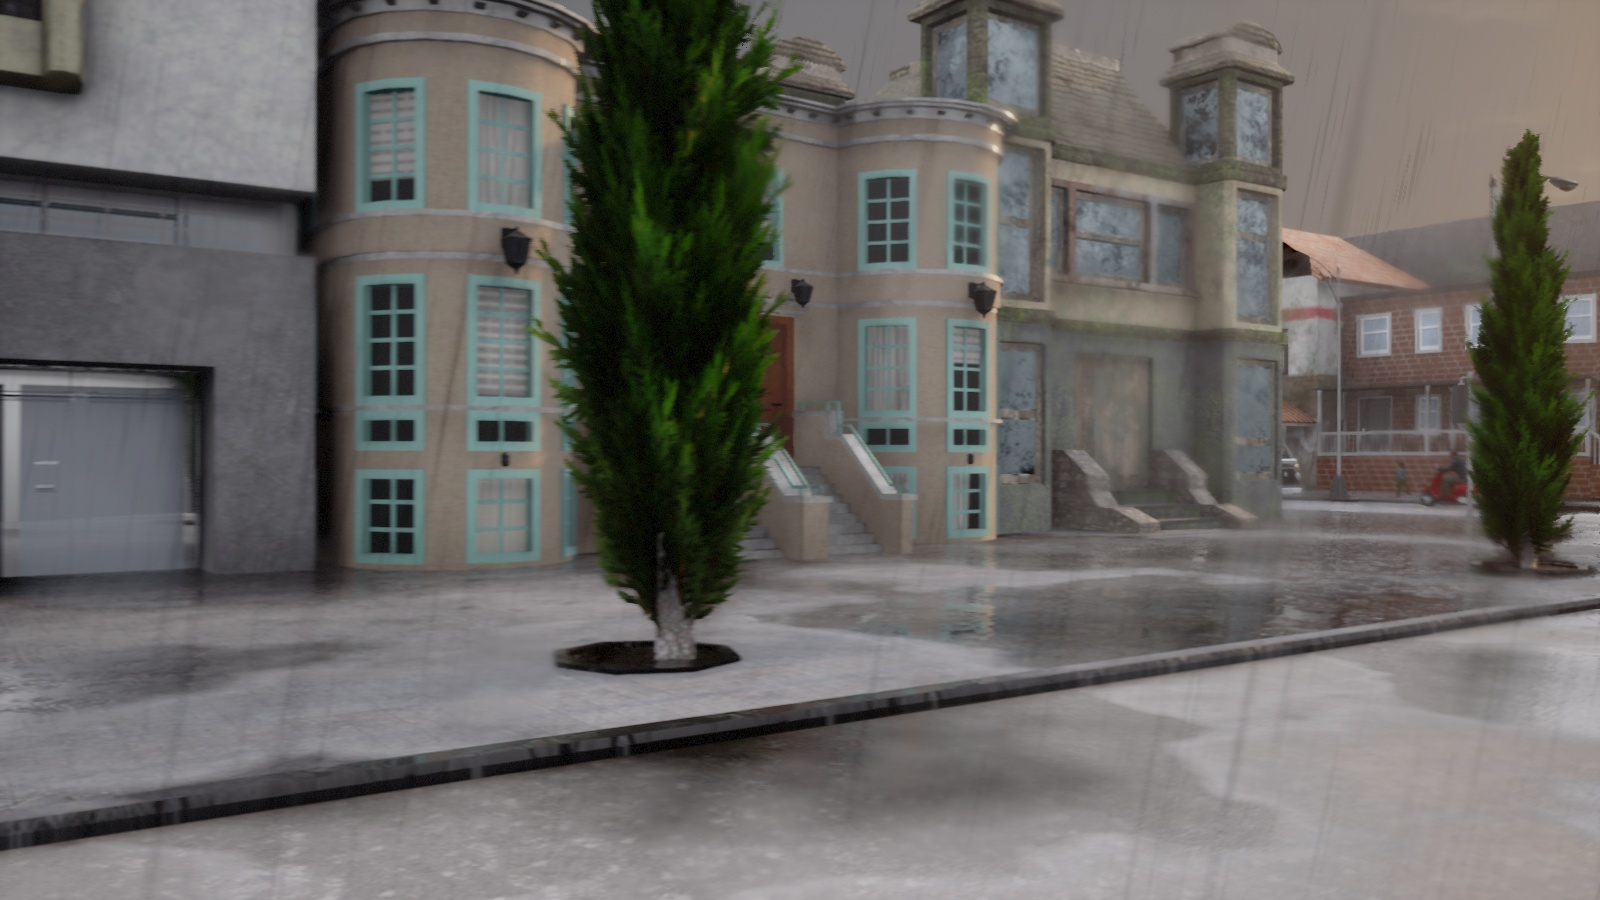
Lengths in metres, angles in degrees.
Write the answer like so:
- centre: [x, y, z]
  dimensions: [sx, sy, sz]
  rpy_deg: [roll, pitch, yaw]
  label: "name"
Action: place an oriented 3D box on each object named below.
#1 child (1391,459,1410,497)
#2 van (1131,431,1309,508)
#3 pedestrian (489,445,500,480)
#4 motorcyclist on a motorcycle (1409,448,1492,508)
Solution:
- centre: [19.143, 0.892, 40.012]
  dimensions: [0.343, 1.192, 0.448]
  rpy_deg: [0, 0, -40]
  label: "child"
- centre: [11.927, 0.531, 35.922]
  dimensions: [2.069, 2.038, 4.480]
  rpy_deg: [0, 0, -34]
  label: "van"
- centre: [-16.181, 0.652, 66.512]
  dimensions: [0.354, 1.836, 0.706]
  rpy_deg: [0, 0, -37]
  label: "pedestrian"
- centre: [17.815, 0.745, 34.428]
  dimensions: [0.866, 1.590, 1.817]
  rpy_deg: [0, 0, -35]
  label: "motorcyclist on a motorcycle"
